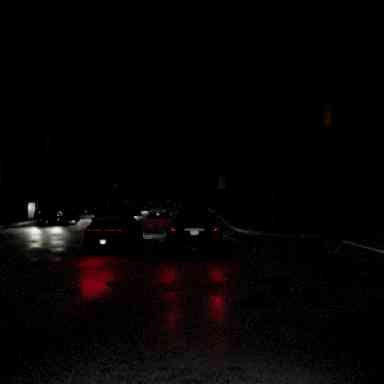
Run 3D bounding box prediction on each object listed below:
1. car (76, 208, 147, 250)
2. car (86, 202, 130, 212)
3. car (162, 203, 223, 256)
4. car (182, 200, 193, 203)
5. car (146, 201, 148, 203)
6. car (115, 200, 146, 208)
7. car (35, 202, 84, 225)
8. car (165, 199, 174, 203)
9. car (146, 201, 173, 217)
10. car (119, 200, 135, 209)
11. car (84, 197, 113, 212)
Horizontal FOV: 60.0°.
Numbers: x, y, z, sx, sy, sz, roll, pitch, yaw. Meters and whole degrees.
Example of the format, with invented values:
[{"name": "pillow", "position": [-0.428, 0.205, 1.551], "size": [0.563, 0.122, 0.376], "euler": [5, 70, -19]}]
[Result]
[{"name": "car", "position": [-3.417, 1.673, 15.146], "size": [1.837, 1.490, 4.892], "euler": [0, -1, 0]}, {"name": "car", "position": [-7.127, 1.865, 28.756], "size": [2.033, 1.411, 5.357], "euler": [0, -1, 0]}, {"name": "car", "position": [0.083, 1.507, 14.009], "size": [2.097, 1.767, 4.553], "euler": [0, -1, 0]}, {"name": "car", "position": [0.050, 1.873, 35.073], "size": [2.128, 1.511, 4.902], "euler": [0, -1, 0]}, {"name": "car", "position": [-7.213, 2.042, 49.251], "size": [2.033, 1.411, 5.357], "euler": [0, 0, -1]}, {"name": "car", "position": [-7.091, 1.964, 38.824], "size": [2.033, 1.411, 5.357], "euler": [0, -1, 1]}, {"name": "car", "position": [-10.624, 1.647, 26.615], "size": [2.097, 1.767, 4.553], "euler": [0, -1, 0]}, {"name": "car", "position": [-4.264, 2.034, 61.641], "size": [1.882, 1.535, 5.008], "euler": [0, 0, -4]}, {"name": "car", "position": [-3.450, 1.988, 35.730], "size": [1.895, 1.301, 4.718], "euler": [0, -1, 0]}, {"name": "car", "position": [-10.974, 2.059, 56.499], "size": [1.812, 1.442, 4.674], "euler": [0, 0, -2]}, {"name": "car", "position": [-10.603, 1.613, 36.058], "size": [2.150, 2.045, 5.566], "euler": [0, -1, 0]}]
